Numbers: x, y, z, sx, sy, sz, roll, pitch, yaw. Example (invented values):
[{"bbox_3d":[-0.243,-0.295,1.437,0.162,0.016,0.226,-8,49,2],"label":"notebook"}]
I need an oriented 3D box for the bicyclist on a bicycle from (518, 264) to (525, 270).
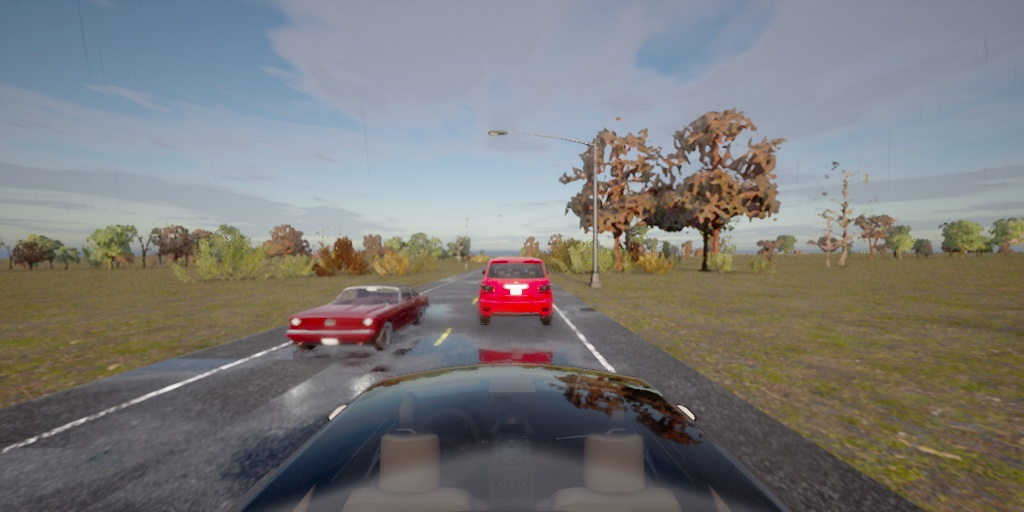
[{"bbox_3d":[1.046,1.401,38.319,0.659,1.776,1.843,0,0,0],"label":"bicyclist on a bicycle"}]

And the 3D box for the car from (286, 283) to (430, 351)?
[{"bbox_3d":[-3.582,1.408,9.294,1.895,1.301,4.718,0,0,0],"label":"car"}]

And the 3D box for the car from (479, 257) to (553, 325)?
[{"bbox_3d":[0.122,1.056,12.329,2.150,2.045,5.566,0,0,0],"label":"car"}]
